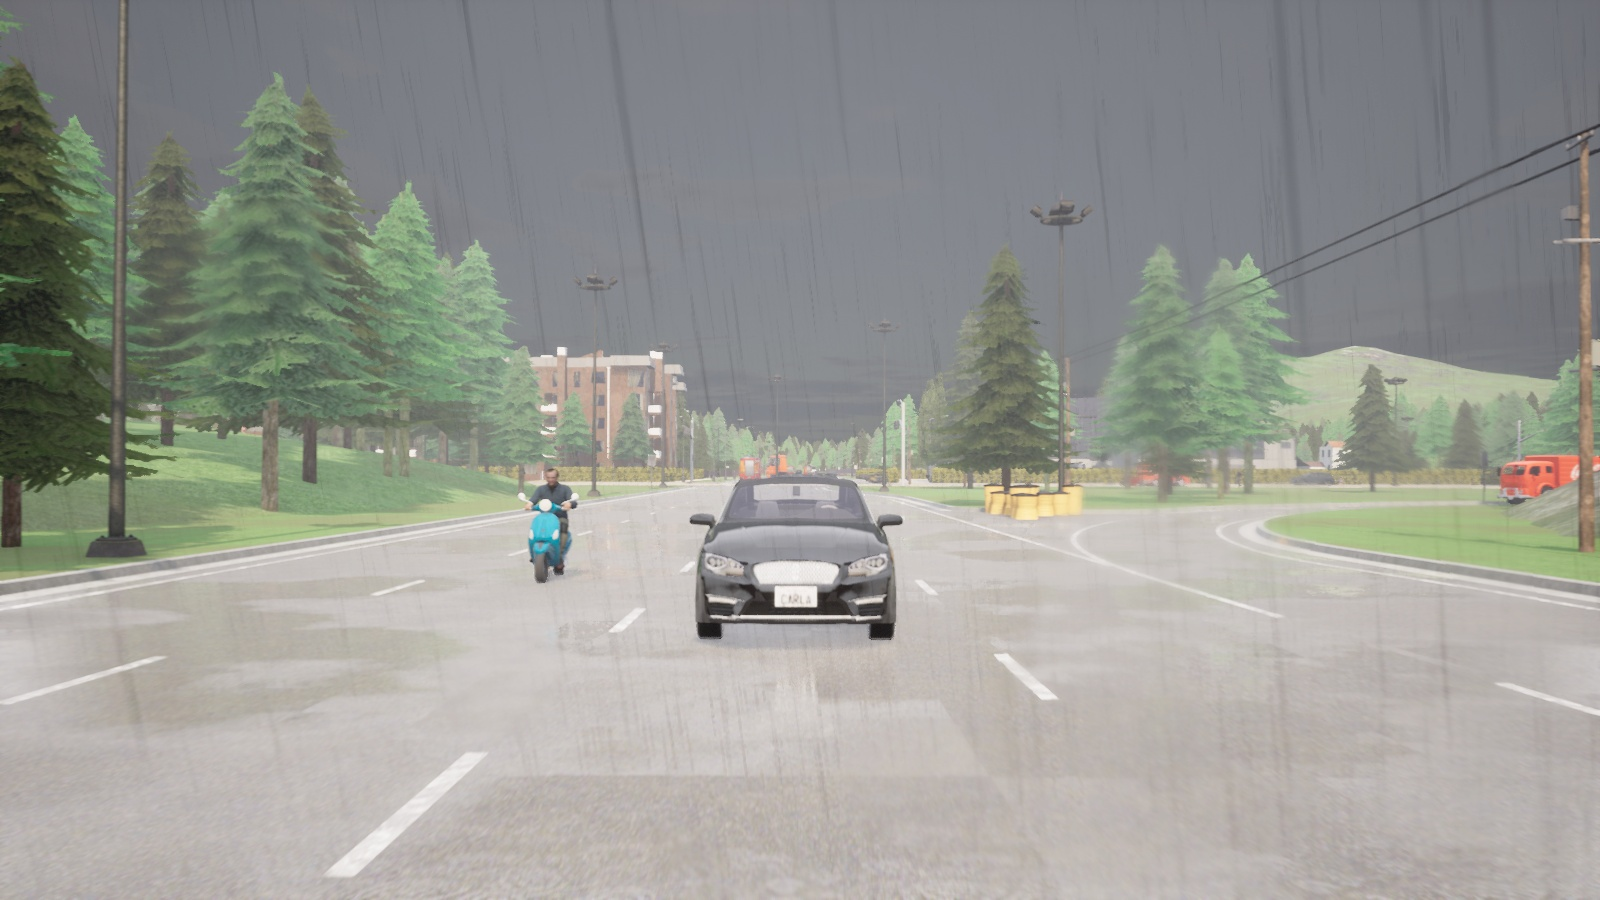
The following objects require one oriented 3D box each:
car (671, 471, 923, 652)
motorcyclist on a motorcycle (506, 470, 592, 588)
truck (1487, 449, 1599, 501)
[{"bbox_3d":[-0.032,0.989,13.118,2.128,1.511,4.902,0,-1,0],"label":"car"},{"bbox_3d":[-3.544,1.081,17.875,0.866,1.590,1.817,0,-1,0],"label":"motorcyclist on a motorcycle"},{"bbox_3d":[36.861,1.209,61.493,5.204,2.467,2.627,0,-1,-14],"label":"truck"}]
